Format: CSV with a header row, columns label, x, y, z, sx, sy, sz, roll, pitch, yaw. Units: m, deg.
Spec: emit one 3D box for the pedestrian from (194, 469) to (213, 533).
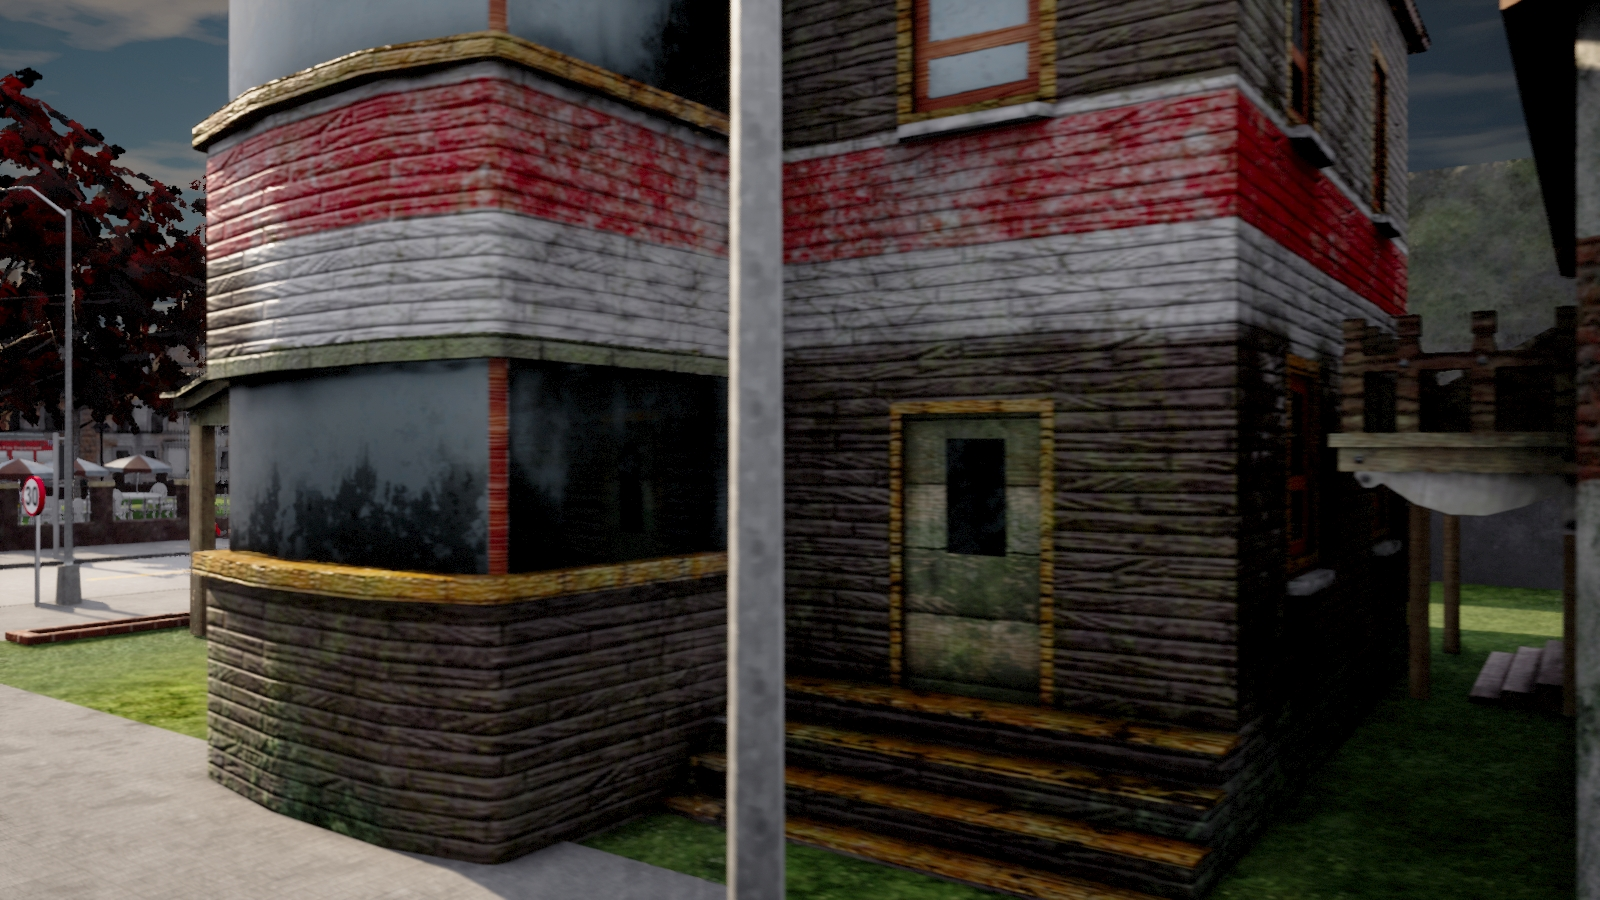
label,x,y,z,sx,sy,sz,roll,pitch,yaw
pedestrian,-17.774,1.515,34.028,0.375,1.860,0.375,0,0,35
